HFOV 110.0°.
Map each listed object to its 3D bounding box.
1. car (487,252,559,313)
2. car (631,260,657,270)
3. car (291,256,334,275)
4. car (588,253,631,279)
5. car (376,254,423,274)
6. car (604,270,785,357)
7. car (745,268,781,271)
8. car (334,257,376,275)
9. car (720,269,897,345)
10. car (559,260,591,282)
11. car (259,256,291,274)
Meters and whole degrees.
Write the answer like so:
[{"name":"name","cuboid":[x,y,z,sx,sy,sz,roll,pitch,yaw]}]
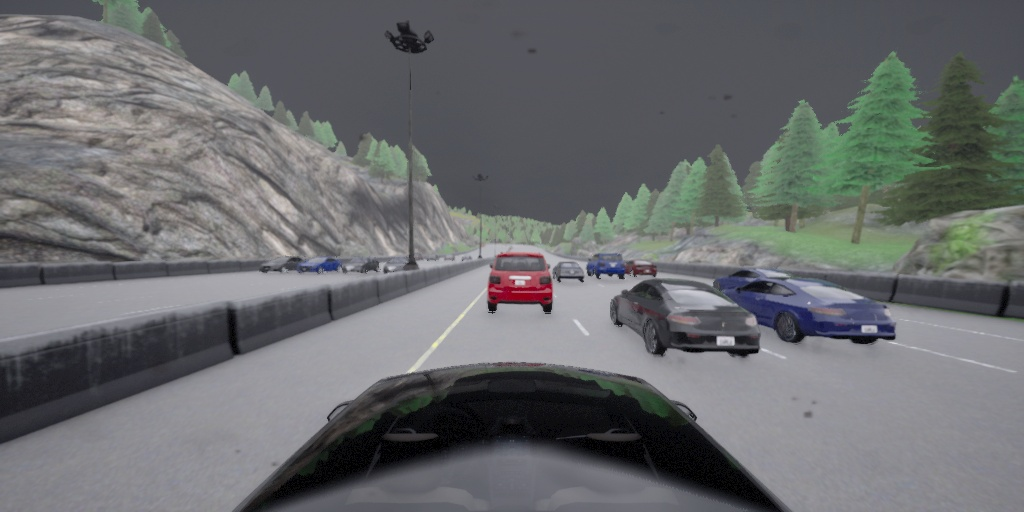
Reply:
[{"name":"car","cuboid":[0.302,0.870,13.598,2.150,2.045,5.566,1,1,1]},{"name":"car","cuboid":[11.138,1.058,31.779,1.882,1.535,5.008,1,1,1]},{"name":"car","cuboid":[-17.051,0.800,32.027,1.882,1.535,5.008,1,0,1]},{"name":"car","cuboid":[7.596,0.791,29.433,2.150,2.045,5.566,1,1,1]},{"name":"car","cuboid":[-10.044,0.875,32.383,2.128,1.511,4.902,1,1,1]},{"name":"car","cuboid":[3.687,1.249,8.390,1.812,1.442,4.674,1,1,1]},{"name":"car","cuboid":[10.844,1.247,15.867,1.812,1.442,4.674,1,0,1]},{"name":"car","cuboid":[-13.544,0.843,32.403,2.128,1.511,4.902,1,0,1]},{"name":"car","cuboid":[7.211,1.271,9.477,1.812,1.442,4.674,1,1,1]},{"name":"car","cuboid":[4.029,1.113,26.255,2.033,1.411,5.357,1,1,1]},{"name":"car","cuboid":[-20.541,0.792,32.491,1.837,1.490,4.892,1,0,1]}]
